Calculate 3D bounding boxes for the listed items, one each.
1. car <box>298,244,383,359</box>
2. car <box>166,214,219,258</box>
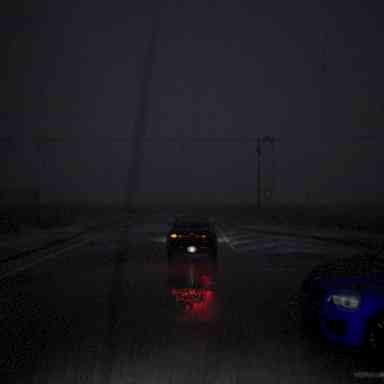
[{"bbox_3d":[4.215,1.544,5.614,4.611,1.667,2.242,0,-1,1],"label":"car"},{"bbox_3d":[0.014,1.659,13.483,1.837,1.490,4.892,0,0,0],"label":"car"}]
